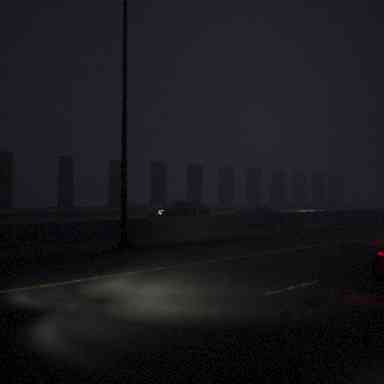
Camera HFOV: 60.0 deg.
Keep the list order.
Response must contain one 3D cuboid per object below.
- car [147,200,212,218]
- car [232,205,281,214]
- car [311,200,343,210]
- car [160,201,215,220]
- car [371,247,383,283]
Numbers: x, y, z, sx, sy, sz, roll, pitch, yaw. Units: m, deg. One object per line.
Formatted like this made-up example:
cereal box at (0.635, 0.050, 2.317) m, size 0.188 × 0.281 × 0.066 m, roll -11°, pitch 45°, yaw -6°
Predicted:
car at (-1.087, 1.411, 24.898) m, size 4.553 × 1.767 × 2.097 m, roll 0°, pitch 0°, yaw -35°
car at (4.792, 1.670, 24.748) m, size 4.181 × 1.385 × 1.994 m, roll 1°, pitch 0°, yaw -35°
car at (19.347, 1.833, 47.520) m, size 5.357 × 1.411 × 2.033 m, roll 1°, pitch 0°, yaw -34°
car at (-0.361, 1.605, 29.691) m, size 4.674 × 1.442 × 1.812 m, roll 1°, pitch 0°, yaw -35°
car at (6.498, 1.638, 8.598) m, size 4.181 × 1.385 × 1.994 m, roll 1°, pitch 0°, yaw -35°
